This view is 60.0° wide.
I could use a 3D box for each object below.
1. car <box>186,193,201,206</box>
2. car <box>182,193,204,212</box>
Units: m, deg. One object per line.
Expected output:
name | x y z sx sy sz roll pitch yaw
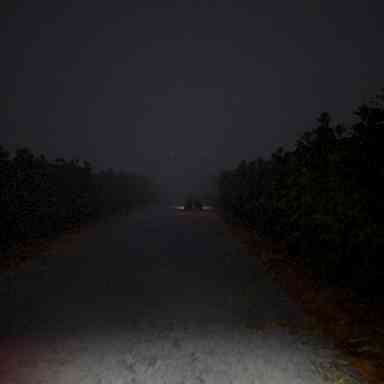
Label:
car | 0.159 0.920 43.846 1.882 1.535 5.008 0 0 0
car | 0.152 1.101 32.834 1.812 1.442 4.674 0 1 0
